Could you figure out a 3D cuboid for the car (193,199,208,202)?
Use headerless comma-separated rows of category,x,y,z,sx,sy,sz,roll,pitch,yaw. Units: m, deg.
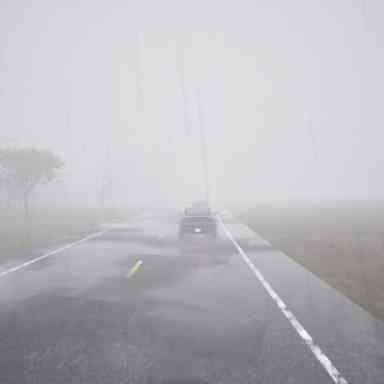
car,0.939,1.473,36.077,1.882,1.535,5.008,0,0,3

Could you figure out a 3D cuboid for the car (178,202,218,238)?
car,0.320,1.505,17.765,1.837,1.490,4.892,0,0,1
